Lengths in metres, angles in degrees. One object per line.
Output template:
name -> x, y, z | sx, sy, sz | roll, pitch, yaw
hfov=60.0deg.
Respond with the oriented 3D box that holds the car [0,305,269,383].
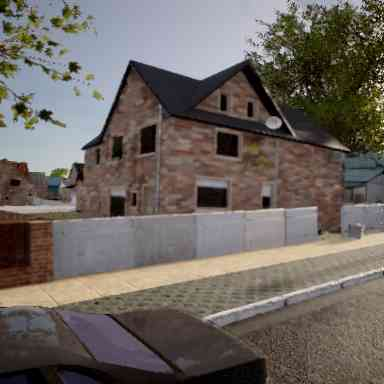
car -> -1.839, 1.549, 1.758 | 5.357, 1.411, 2.033 | 0, 0, -35
